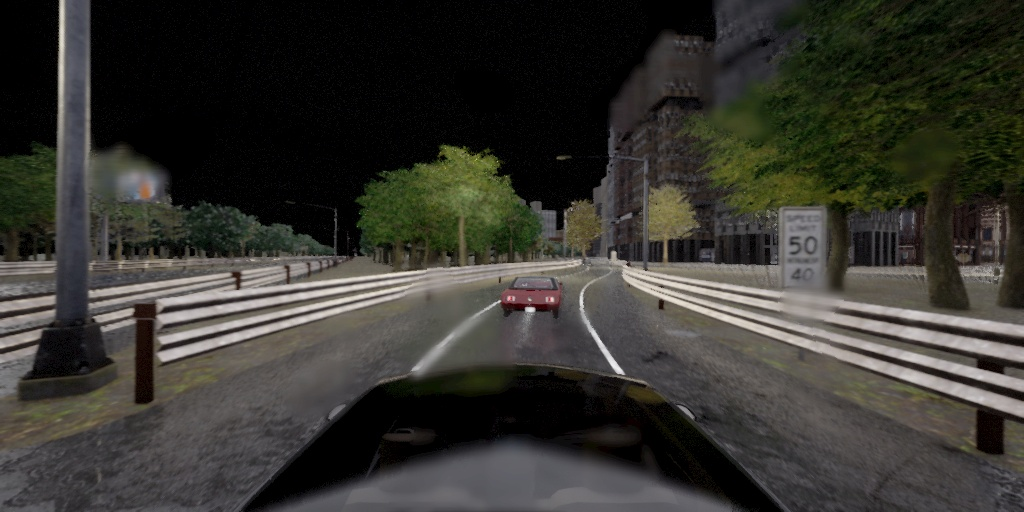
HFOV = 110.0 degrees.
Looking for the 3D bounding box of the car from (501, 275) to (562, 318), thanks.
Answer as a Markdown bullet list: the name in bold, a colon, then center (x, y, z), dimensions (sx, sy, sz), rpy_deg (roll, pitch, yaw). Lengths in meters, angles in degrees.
- **car**: center (0.898, 1.358, 13.214), dimensions (1.895, 1.301, 4.718), rpy_deg (0, 0, 9)
